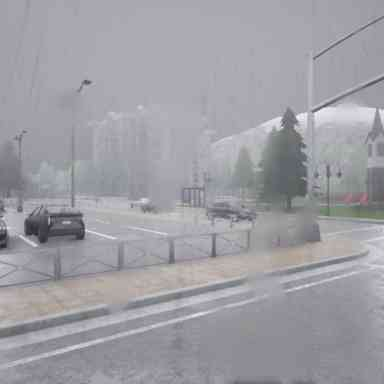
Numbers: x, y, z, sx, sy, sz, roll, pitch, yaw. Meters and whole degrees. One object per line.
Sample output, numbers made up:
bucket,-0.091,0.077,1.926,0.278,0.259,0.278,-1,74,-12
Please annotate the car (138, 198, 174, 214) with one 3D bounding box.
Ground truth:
car,-3.644,1.565,35.420,1.994,1.385,4.181,0,0,-36

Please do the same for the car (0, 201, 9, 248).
car,-8.882,1.331,13.426,2.152,1.636,5.027,0,0,-36

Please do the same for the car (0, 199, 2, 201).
car,-21.599,1.374,36.417,1.845,1.501,3.633,0,0,-36

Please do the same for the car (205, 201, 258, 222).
car,3.021,1.506,26.338,1.837,1.490,4.892,0,0,-36

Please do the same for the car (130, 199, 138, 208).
car,-6.820,1.527,45.795,1.812,1.442,4.674,0,0,-36

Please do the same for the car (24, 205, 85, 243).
car,-6.368,1.340,15.303,2.007,1.523,4.514,0,0,-36
